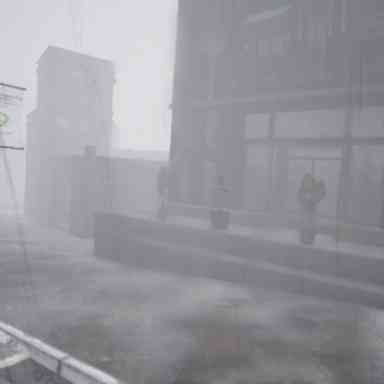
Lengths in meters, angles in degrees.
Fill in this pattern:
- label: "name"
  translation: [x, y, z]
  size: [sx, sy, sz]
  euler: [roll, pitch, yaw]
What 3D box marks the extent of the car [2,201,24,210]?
- label: "car"
  translation: [-28.492, 2.133, 54.105]
  size: [1.882, 1.535, 5.008]
  euler: [4, -1, 11]
